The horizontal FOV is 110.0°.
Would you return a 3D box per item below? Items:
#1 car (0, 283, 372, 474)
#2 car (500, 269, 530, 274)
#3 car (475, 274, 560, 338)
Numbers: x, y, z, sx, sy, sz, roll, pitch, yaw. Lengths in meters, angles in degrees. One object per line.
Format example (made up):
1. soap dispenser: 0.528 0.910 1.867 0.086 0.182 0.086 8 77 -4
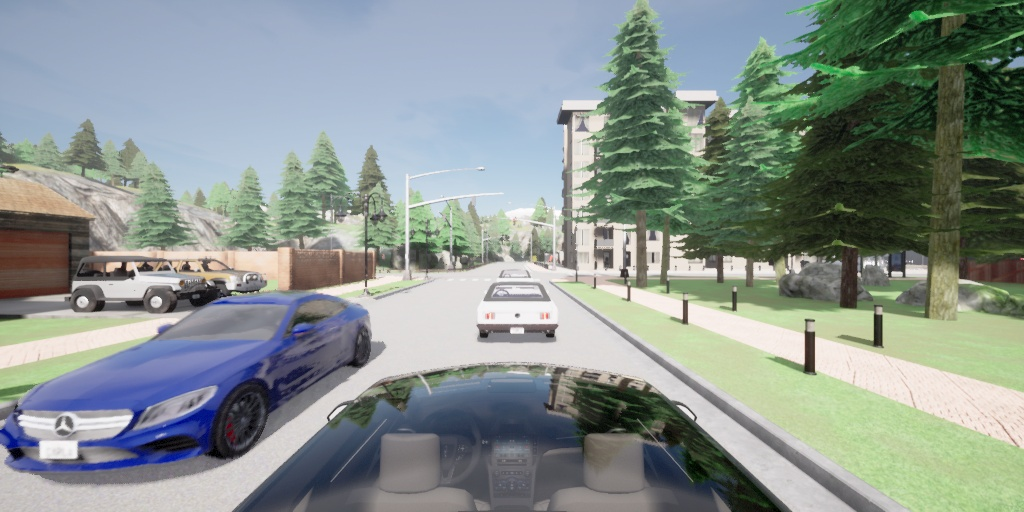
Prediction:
1. car: -3.577 1.275 5.163 1.812 1.442 4.674 0 0 0
2. car: 0.159 1.348 19.294 1.895 1.301 4.718 0 0 0
3. car: 0.130 1.350 10.126 1.895 1.301 4.718 0 0 0
